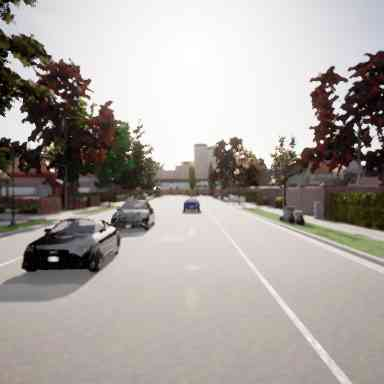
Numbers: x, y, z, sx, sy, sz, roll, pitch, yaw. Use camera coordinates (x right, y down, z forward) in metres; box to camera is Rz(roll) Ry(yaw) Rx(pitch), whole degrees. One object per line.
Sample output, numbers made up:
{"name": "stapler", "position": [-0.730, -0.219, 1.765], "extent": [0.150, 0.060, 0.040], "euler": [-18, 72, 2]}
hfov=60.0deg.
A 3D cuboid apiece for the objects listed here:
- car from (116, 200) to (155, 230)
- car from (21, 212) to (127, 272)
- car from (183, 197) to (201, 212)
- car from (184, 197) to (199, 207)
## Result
{"name": "car", "position": [-3.520, 1.307, 20.673], "extent": [2.097, 1.767, 4.553], "euler": [0, 0, 0]}
{"name": "car", "position": [-3.581, 1.541, 10.595], "extent": [1.994, 1.385, 4.181], "euler": [0, 0, 0]}
{"name": "car", "position": [-0.037, 1.395, 37.710], "extent": [1.882, 1.535, 5.008], "euler": [0, 0, 0]}
{"name": "car", "position": [-0.044, 1.448, 48.331], "extent": [1.994, 1.385, 4.181], "euler": [0, 0, 0]}
